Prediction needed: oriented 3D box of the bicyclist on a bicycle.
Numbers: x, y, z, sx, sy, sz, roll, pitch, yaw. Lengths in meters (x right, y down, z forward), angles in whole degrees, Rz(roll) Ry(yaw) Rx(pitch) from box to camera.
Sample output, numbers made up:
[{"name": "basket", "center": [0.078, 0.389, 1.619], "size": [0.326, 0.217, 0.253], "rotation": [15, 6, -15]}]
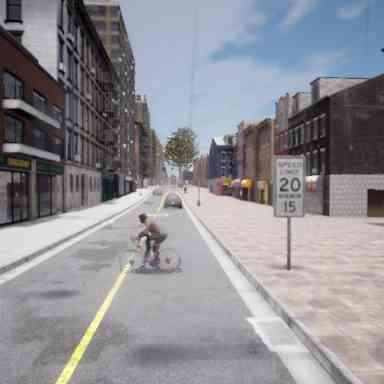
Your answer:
[{"name": "bicyclist on a bicycle", "center": [-1.136, 1.396, 8.922], "size": [1.656, 1.620, 0.582], "rotation": [-1, 1, -4]}]

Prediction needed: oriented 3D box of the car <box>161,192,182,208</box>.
[{"name": "car", "center": [-2.144, 1.062, 37.425], "size": [1.994, 1.385, 4.181], "rotation": [0, 1, -4]}]

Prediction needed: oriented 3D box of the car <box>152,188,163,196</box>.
[{"name": "car", "center": [-6.720, 0.021, 65.081], "size": [1.812, 1.442, 4.674], "rotation": [0, 2, -3]}]
